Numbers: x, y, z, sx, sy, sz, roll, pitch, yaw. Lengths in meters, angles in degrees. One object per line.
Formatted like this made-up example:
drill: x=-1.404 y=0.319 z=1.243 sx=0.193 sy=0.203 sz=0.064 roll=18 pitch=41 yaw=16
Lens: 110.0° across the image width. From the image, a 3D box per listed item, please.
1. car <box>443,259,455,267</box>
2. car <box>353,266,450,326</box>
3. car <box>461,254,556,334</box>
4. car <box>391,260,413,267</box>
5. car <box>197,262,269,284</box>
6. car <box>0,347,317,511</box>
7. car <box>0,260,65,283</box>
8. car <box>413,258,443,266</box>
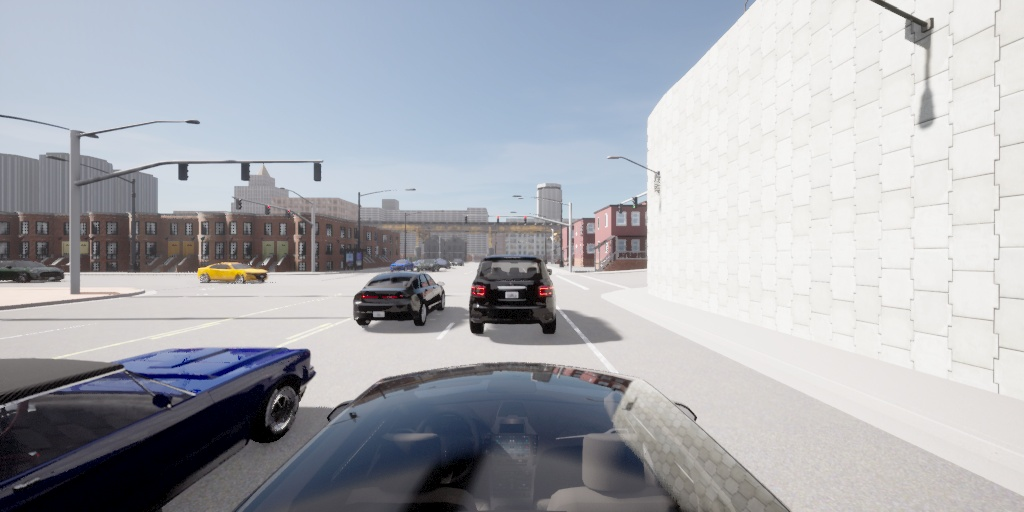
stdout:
car: x=-10.608 y=1.297 z=55.020 sx=2.033 sy=1.411 sz=5.357 roll=0 pitch=0 yaw=0
car: x=-3.423 y=1.255 z=11.651 sx=1.837 sy=1.490 sz=4.892 roll=0 pitch=0 yaw=0
car: x=0.061 y=0.971 z=10.761 sx=2.150 sy=2.045 sz=5.566 roll=0 pitch=0 yaw=1
car: x=-14.111 y=1.228 z=46.325 sx=1.882 sy=1.535 sz=5.008 roll=0 pitch=0 yaw=0
car: x=-20.550 y=1.227 z=26.489 sx=5.008 sy=1.535 sz=1.882 roll=0 pitch=0 yaw=12
car: x=-3.397 y=1.351 z=2.373 sx=1.895 sy=1.301 sz=4.718 roll=0 pitch=0 yaw=0
car: x=-36.987 y=1.101 z=27.073 sx=4.553 sy=1.767 sz=2.097 roll=0 pitch=0 yaw=0
car: x=-10.597 y=1.102 z=45.533 sx=2.097 sy=1.767 sz=4.553 roll=0 pitch=0 yaw=0
